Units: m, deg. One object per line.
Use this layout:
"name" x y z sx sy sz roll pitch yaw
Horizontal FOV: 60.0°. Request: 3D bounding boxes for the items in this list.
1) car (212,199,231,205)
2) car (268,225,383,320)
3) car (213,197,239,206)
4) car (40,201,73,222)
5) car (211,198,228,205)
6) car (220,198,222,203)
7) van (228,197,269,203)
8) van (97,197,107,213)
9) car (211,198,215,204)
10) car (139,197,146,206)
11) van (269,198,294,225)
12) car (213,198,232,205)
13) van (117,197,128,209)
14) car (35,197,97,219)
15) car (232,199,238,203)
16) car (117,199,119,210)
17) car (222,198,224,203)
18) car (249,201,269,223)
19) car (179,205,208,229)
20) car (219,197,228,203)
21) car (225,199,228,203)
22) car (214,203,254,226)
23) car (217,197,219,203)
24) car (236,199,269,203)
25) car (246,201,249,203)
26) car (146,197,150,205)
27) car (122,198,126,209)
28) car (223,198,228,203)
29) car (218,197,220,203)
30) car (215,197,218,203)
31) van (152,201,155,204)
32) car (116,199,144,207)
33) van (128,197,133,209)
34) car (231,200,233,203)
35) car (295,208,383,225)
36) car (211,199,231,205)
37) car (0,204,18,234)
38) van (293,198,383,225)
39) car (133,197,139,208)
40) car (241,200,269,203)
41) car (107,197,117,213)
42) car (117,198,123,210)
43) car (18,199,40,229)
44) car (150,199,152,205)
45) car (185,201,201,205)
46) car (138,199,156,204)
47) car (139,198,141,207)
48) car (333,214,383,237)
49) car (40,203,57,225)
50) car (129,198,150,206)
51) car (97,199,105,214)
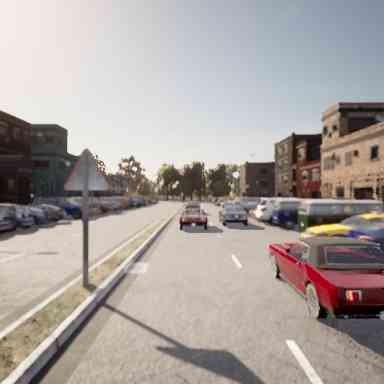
"car" 7.641 2.635 85.757 4.674 1.452 2.002 0 -1 0
"car" 3.094 1.666 7.431 1.895 1.301 4.718 0 0 0
"car" 7.672 2.167 74.729 5.566 2.045 2.435 0 -1 0
"car" -12.557 1.708 26.543 4.892 1.521 2.231 0 -1 0
"car" 7.613 2.544 91.277 4.553 1.767 2.185 0 -1 0
"car" 7.636 2.106 55.427 4.892 1.521 2.231 0 -1 0
"van" 7.524 1.720 44.279 4.442 1.987 1.878 0 -1 0
"van" -12.437 1.617 37.661 4.442 1.987 1.878 0 -1 0
"car" 7.458 2.369 71.968 5.366 1.575 1.946 0 -1 0
"car" -12.502 2.008 65.324 5.566 2.045 2.435 0 -1 0
"van" 7.758 1.459 22.346 4.442 1.987 1.878 0 -1 0
"car" 7.613 2.429 83.002 4.553 1.767 2.185 0 -1 0
"van" -12.659 1.812 51.555 4.442 1.987 1.878 0 -1 0
"car" -12.530 1.521 32.104 5.566 2.045 2.435 0 -1 0
"car" 7.827 1.872 38.885 5.366 1.575 1.946 0 -1 0
"car" -12.543 1.919 43.216 4.892 1.521 2.231 0 -1 0
"car" 7.636 2.064 52.669 4.892 1.521 2.231 0 -1 0
"car" 7.647 1.743 27.858 5.008 1.535 2.097 0 -1 0
"car" 0.101 1.816 23.338 1.895 1.301 4.718 0 -1 0
"car" 7.611 2.021 58.185 4.553 1.767 2.185 0 -1 0
"car" 7.636 1.986 47.157 4.892 1.521 2.231 0 -1 0
"car" 3.101 1.787 25.660 2.033 1.411 5.357 0 -1 0
"car" 7.674 2.108 63.699 4.553 1.767 2.185 0 -1 0
"car" 7.635 1.841 36.130 4.892 1.521 2.231 0 -1 0
"car" 7.644 1.815 30.615 4.674 1.452 2.002 0 -1 0
"car" -12.555 2.106 71.008 5.566 2.045 2.435 0 -1 0
"car" -12.542 2.035 48.647 4.674 1.452 2.002 0 -1 0
"car" 7.636 2.025 49.913 4.892 1.521 2.231 0 -1 0
"car" 7.674 2.064 60.942 4.553 1.767 2.185 0 -1 0
"car" 7.648 2.279 66.454 5.008 1.535 2.097 0 -1 0
"van" -12.398 2.368 84.777 4.442 1.987 1.878 0 -1 0
"car" -12.714 2.306 68.223 5.366 1.575 1.946 0 -1 0
"van" -12.423 1.854 54.332 4.442 1.987 1.878 0 -1 0
"car" 7.639 1.950 41.643 4.674 1.452 2.002 0 -1 0
"car" 7.456 1.601 14.073 5.366 1.575 1.946 0 -1 0
"car" 7.649 2.634 88.513 5.008 1.535 2.097 0 -1 0
"car" -12.539 1.492 18.207 4.553 1.767 2.185 0 -1 0
"van" 7.758 1.403 16.834 4.442 1.987 1.878 0 -1 0
"car" -12.566 1.873 57.113 5.566 2.045 2.435 0 -1 0
"car" 7.671 1.837 33.371 4.792 1.488 2.163 0 -1 0
"car" -12.523 1.628 40.438 5.566 2.045 2.435 0 -1 0
"car" -12.517 1.986 45.993 4.792 1.488 2.163 0 -1 0
"car" -12.536 1.521 20.987 4.553 1.767 2.185 0 -1 0
"car" -12.516 2.452 76.435 5.008 1.535 2.097 0 -1 0
"car" 0.103 1.931 41.415 1.837 1.490 4.892 0 -1 0
"car" -12.478 2.727 93.117 4.792 1.488 2.163 0 -1 0
"car" -12.530 2.253 62.601 4.674 1.452 2.002 0 -1 0
"car" 7.638 1.619 11.315 4.674 1.452 2.002 0 -1 0
"car" -12.563 1.716 23.764 4.674 1.452 2.002 0 -1 0
"car" -12.550 2.378 79.341 4.553 1.767 2.185 0 -1 0
"car" -12.371 1.804 34.879 5.366 1.575 1.946 0 -1 0
